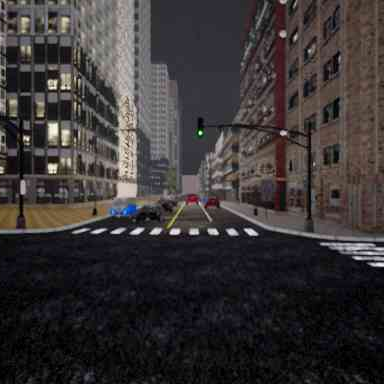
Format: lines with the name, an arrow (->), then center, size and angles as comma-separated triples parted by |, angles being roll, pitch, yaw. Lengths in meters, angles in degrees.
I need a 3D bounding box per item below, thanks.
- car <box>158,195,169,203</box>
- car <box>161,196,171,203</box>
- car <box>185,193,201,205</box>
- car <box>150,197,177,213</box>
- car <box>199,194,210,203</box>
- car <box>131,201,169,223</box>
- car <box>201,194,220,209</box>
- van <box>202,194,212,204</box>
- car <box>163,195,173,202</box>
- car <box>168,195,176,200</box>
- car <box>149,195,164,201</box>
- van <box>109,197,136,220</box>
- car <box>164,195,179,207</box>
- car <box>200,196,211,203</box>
car -> -5.675, 1.416, 66.707 | 1.967, 1.590, 4.097 | 0, 0, 0
car -> -5.673, 1.502, 72.088 | 1.752, 1.417, 4.829 | 0, 0, 0
car -> 0.018, 1.198, 56.958 | 2.150, 2.045, 5.566 | 0, 0, 0
car -> -3.075, 1.545, 36.226 | 1.994, 1.385, 4.181 | 0, 0, 0
car -> 2.707, 1.292, 72.256 | 2.192, 1.841, 5.009 | 0, 0, 0
car -> -3.088, 1.585, 25.377 | 1.895, 1.301, 4.718 | 0, 0, 0
car -> 2.700, 1.294, 44.502 | 2.192, 1.841, 5.009 | 0, 0, 0
van -> 2.704, 1.318, 61.155 | 1.690, 1.788, 3.998 | 0, 0, 0
car -> -5.672, 1.528, 77.809 | 2.008, 1.369, 4.403 | 0, 0, 0
car -> -5.667, 1.532, 94.461 | 2.008, 1.369, 4.403 | 0, 0, 0
car -> -5.679, 1.503, 49.884 | 1.752, 1.417, 4.829 | 0, 0, 0
van -> -5.684, 1.324, 27.850 | 1.690, 1.788, 3.998 | 0, 0, 0
car -> -3.048, 1.579, 50.836 | 1.895, 1.301, 4.718 | 0, 0, 1
car -> 2.706, 1.528, 66.705 | 2.008, 1.369, 4.403 | 0, 0, 0
